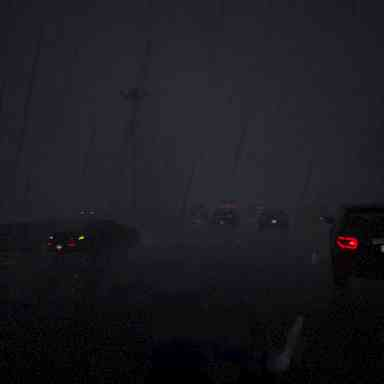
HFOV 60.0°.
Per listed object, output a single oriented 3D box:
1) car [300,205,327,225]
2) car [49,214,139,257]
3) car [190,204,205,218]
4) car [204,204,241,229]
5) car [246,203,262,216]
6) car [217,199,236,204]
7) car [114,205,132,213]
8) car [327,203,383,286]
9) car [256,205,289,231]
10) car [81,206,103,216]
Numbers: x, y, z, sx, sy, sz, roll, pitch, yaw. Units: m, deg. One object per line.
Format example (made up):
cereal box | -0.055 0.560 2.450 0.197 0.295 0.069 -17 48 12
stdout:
car | 10.073 1.815 27.227 2.128 1.511 4.902 -1 -1 10
car | -4.111 1.885 14.598 1.812 1.442 4.674 -1 -1 21
car | 0.859 2.216 38.696 1.837 1.490 4.892 -1 -1 3
car | 2.591 1.920 25.199 2.128 1.511 4.902 -1 -1 13
car | 7.898 2.119 41.320 2.128 1.511 4.902 -1 -1 2
car | 4.472 1.925 42.144 2.150 2.045 5.566 -1 -2 2
car | -9.478 2.579 46.023 1.812 1.442 4.674 -1 -1 -3
car | 5.127 1.309 9.461 2.150 2.045 5.566 -1 -1 22
car | 5.781 1.899 23.435 1.994 1.385 4.181 -1 -1 14
car | -13.007 2.573 43.495 1.837 1.490 4.892 -1 -2 0
